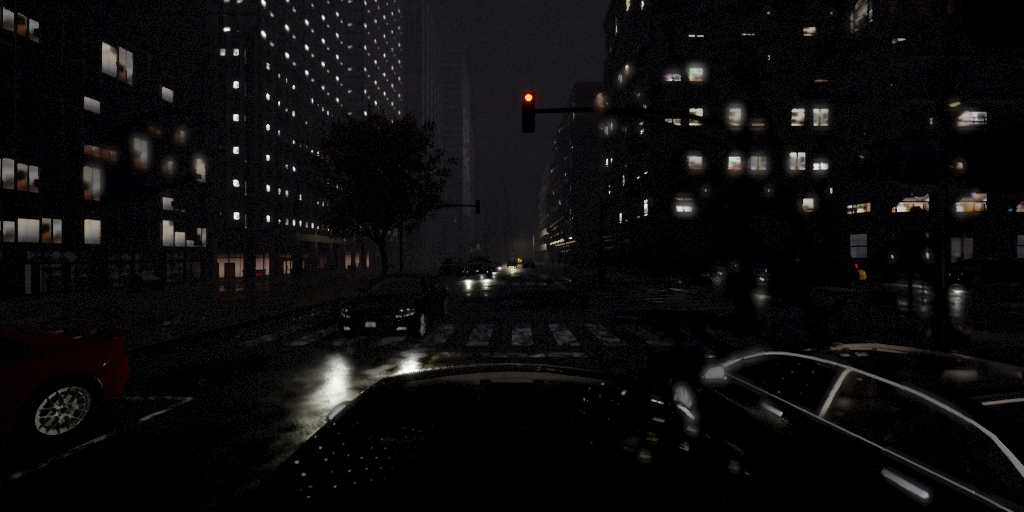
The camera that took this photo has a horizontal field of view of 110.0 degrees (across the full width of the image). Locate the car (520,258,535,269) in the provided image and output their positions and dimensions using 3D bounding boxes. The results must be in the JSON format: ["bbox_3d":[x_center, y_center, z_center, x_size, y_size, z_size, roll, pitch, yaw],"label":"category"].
[{"bbox_3d":[2.717,1.348,57.071,1.948,1.339,4.313,0,0,0],"label":"car"}]

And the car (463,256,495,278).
[{"bbox_3d":[-3.084,0.985,34.609,2.150,2.045,5.566,0,0,0],"label":"car"}]

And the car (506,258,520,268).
[{"bbox_3d":[0.029,1.283,64.303,2.128,1.511,4.902,0,0,0],"label":"car"}]

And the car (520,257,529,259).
[{"bbox_3d":[2.719,1.314,62.763,1.751,1.417,4.829,0,0,0],"label":"car"}]

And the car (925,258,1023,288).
[{"bbox_3d":[25.527,0.882,19.529,4.892,1.490,1.837,-1,0,-1],"label":"car"}]

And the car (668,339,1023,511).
[{"bbox_3d":[2.689,1.300,2.592,2.007,1.370,4.403,0,0,0],"label":"car"}]

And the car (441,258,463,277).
[{"bbox_3d":[-5.676,1.078,34.984,2.192,1.841,5.009,0,0,0],"label":"car"}]

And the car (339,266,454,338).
[{"bbox_3d":[-3.097,1.228,10.342,1.882,1.535,5.008,0,0,0],"label":"car"}]

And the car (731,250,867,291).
[{"bbox_3d":[15.435,0.739,19.433,5.566,2.045,2.150,-1,0,-1],"label":"car"}]

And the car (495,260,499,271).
[{"bbox_3d":[-3.076,1.298,46.634,1.812,1.442,4.674,0,0,0],"label":"car"}]

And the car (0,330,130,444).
[{"bbox_3d":[-5.692,1.295,2.597,1.888,1.381,4.507,0,0,0],"label":"car"}]

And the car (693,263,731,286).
[{"bbox_3d":[13.444,1.095,22.003,4.403,1.370,2.007,0,0,-1],"label":"car"}]
